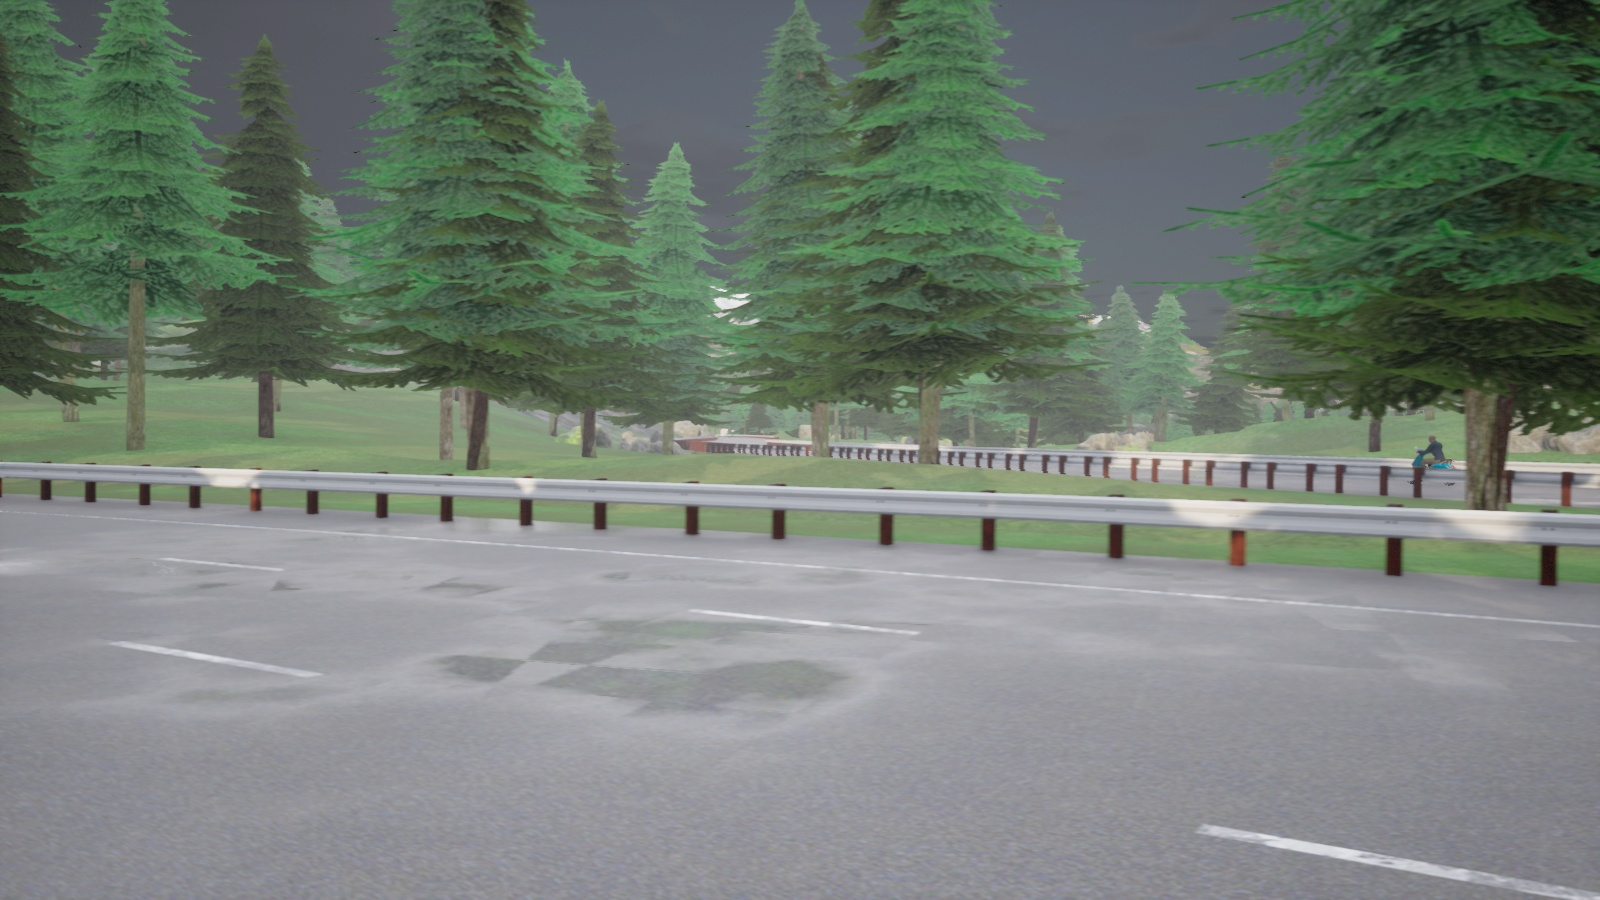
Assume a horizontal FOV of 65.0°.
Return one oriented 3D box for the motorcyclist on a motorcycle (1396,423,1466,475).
[{"bbox_3d":[19.829,-0.037,39.522,0.866,1.590,1.817,-1,1,-26],"label":"motorcyclist on a motorcycle"}]
